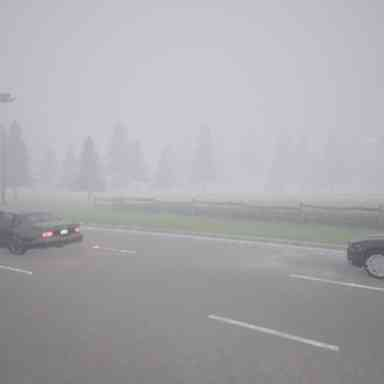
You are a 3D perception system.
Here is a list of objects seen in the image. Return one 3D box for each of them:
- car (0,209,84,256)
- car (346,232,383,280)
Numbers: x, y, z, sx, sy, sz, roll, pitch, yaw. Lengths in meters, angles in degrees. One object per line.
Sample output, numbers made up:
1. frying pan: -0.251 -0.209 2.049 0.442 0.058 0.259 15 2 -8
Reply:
1. car: -6.465 1.335 12.114 5.357 1.411 2.033 1 1 27
2. car: 6.425 1.396 7.939 5.008 1.535 1.882 1 1 36
